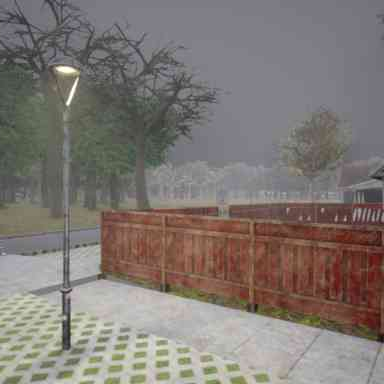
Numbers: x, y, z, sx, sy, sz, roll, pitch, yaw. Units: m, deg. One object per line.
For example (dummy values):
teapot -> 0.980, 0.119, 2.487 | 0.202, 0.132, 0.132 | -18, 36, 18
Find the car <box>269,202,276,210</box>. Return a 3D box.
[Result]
car -> 9.758, 1.979, 40.219 | 1.812, 1.442, 4.674 | -2, -2, 34
